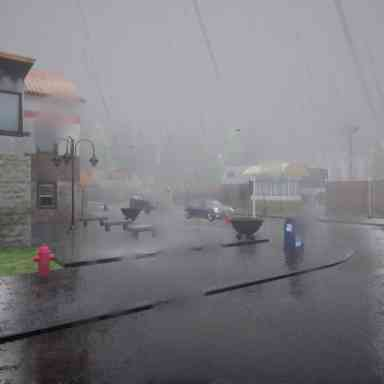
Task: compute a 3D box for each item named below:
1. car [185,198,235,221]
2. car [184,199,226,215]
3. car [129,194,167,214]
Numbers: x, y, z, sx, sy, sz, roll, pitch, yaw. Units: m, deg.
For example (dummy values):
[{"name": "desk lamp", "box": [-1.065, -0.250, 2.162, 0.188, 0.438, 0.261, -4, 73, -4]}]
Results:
[{"name": "car", "box": [1.380, 1.352, 27.067, 2.097, 1.767, 4.553, 0, 0, -35]}, {"name": "car", "box": [1.245, 1.526, 34.468, 1.812, 1.442, 4.674, 0, 0, -35]}, {"name": "car", "box": [-4.797, 1.221, 35.787, 2.150, 2.045, 5.566, 0, 0, -35]}]
